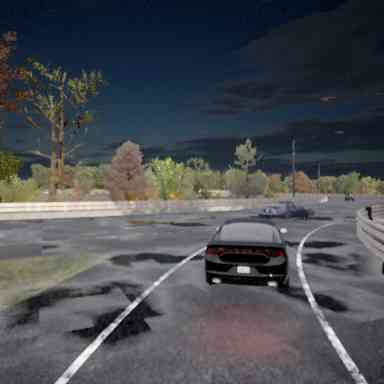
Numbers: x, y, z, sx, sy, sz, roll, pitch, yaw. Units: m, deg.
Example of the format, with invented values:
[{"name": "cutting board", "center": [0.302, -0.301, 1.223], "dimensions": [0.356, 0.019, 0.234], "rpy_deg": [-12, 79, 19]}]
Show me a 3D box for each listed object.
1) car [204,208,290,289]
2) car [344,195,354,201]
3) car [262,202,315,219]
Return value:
[{"name": "car", "center": [1.608, 1.447, 9.279], "dimensions": [1.882, 1.535, 5.008], "rpy_deg": [0, 0, 13]}, {"name": "car", "center": [36.483, 1.374, 77.336], "dimensions": [1.895, 1.301, 4.718], "rpy_deg": [0, 0, 21]}, {"name": "car", "center": [7.568, 1.465, 26.373], "dimensions": [5.357, 1.411, 2.033], "rpy_deg": [0, 0, -39]}]
